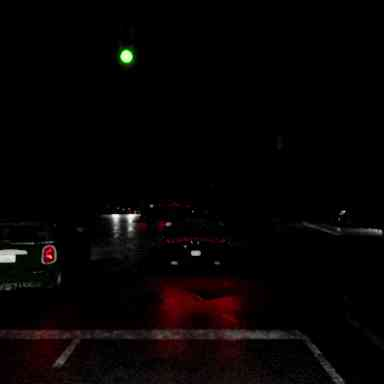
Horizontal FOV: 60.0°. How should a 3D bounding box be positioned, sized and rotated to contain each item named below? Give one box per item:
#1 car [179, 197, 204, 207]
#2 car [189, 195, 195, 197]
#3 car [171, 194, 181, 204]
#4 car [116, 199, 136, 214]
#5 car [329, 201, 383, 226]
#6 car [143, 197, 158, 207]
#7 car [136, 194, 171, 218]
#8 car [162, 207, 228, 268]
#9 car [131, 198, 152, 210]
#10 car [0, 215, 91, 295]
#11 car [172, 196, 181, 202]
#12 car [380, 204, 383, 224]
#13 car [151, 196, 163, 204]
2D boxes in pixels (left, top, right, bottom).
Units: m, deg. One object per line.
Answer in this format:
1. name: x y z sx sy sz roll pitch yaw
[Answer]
1. car: 0.102 1.554 32.564 2.128 1.511 4.902 0 0 0
2. car: 0.006 1.480 66.905 2.097 1.767 4.553 0 0 0
3. car: -3.494 1.349 66.582 2.150 2.045 5.566 0 0 0
4. car: -7.082 1.575 36.728 1.837 1.490 4.892 0 0 0
5. car: 11.948 1.397 22.924 4.553 1.767 2.097 0 0 3
6. car: -6.995 1.585 56.317 1.882 1.535 5.008 0 0 0
7. car: -3.397 1.280 30.734 2.150 2.045 5.566 0 0 0
8. car: 0.102 1.500 11.431 1.882 1.535 5.008 0 0 0
9. car: -7.027 1.636 46.508 2.033 1.411 5.357 0 0 0
10. car: -4.039 1.369 8.815 2.097 1.767 4.553 0 0 -8
11. car: -3.493 1.625 77.001 1.895 1.301 4.718 0 0 0
12. car: 13.709 1.602 19.317 4.181 1.385 1.994 0 0 3
13. car: -6.994 1.603 66.342 1.882 1.535 5.008 0 0 0
